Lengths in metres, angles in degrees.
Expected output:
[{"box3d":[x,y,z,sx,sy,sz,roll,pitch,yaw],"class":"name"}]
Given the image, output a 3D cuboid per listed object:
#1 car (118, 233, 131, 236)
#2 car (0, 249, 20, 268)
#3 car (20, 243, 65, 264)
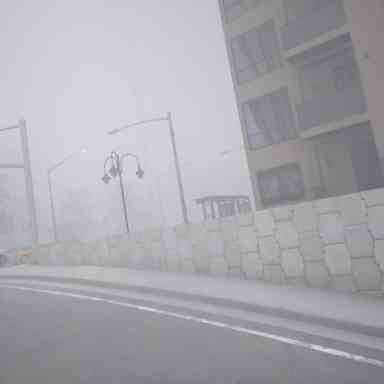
[{"box3d":[-7.859,5.455,37.491,1.895,1.301,4.718,-14,-8,35],"class":"car"},{"box3d":[-14.844,4.387,21.757,2.150,2.045,5.566,-14,-8,37],"class":"car"},{"box3d":[-13.699,5.362,29.557,1.882,1.535,5.008,-14,-8,35],"class":"car"}]
